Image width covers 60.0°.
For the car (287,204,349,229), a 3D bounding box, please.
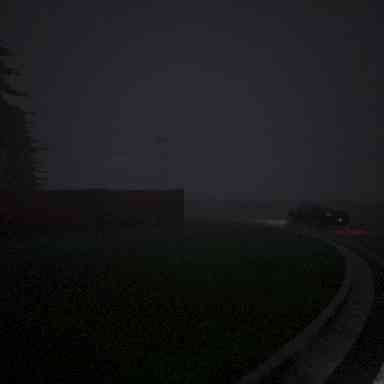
[{"bbox_3d":[8.351,1.562,22.612,1.882,1.535,5.008,1,-1,-15],"label":"car"}]
